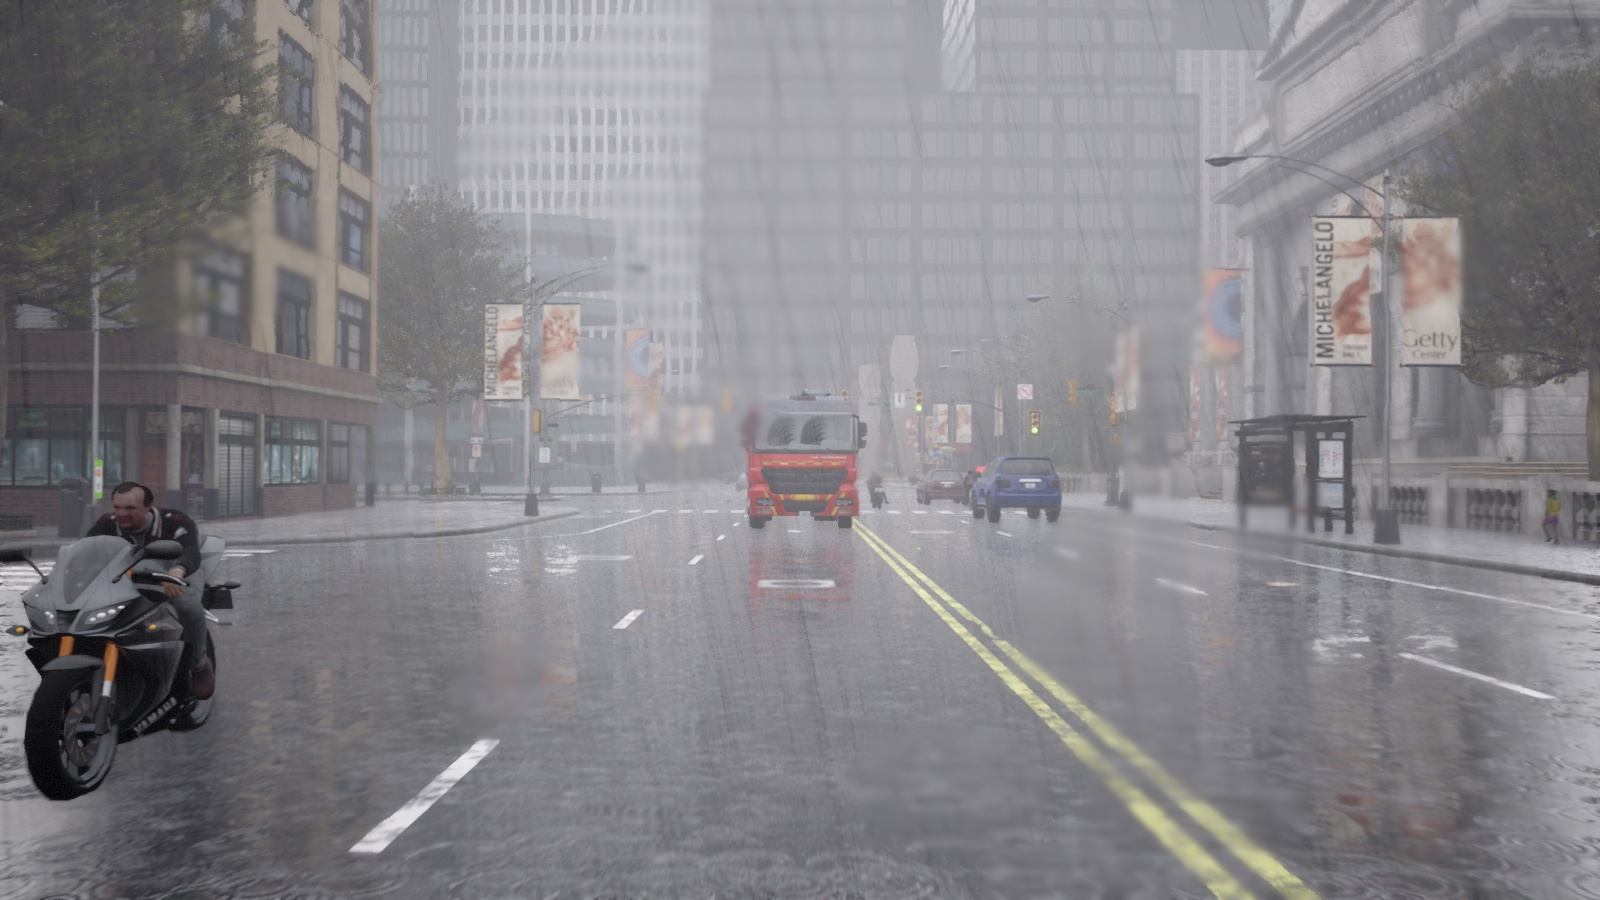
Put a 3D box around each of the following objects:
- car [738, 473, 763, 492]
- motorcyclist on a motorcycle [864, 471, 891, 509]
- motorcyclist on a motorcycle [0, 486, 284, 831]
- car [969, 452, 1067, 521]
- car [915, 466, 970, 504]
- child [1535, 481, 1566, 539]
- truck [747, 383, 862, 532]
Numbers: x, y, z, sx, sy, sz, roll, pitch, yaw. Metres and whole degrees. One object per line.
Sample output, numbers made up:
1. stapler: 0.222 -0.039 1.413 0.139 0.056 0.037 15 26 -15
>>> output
1. car: -3.762 2.465 96.155 1.812 1.442 4.674 0 -1 0
2. motorcyclist on a motorcycle: 3.186 1.654 51.996 0.797 1.523 2.044 0 -1 -5
3. motorcyclist on a motorcycle: -3.572 0.978 6.821 0.866 1.530 2.191 -1 -1 -7
4. car: 6.890 1.174 40.256 2.150 2.045 5.566 0 -2 0
5. car: 6.838 1.660 60.572 2.097 1.767 4.553 0 -1 0
6. child: 15.209 1.216 25.447 0.299 1.160 0.473 0 -1 -7
7. truck: -0.058 0.261 36.489 2.891 3.827 8.468 0 -1 -3
